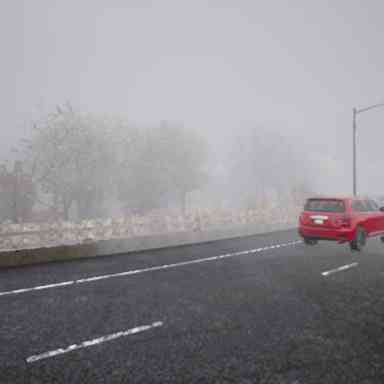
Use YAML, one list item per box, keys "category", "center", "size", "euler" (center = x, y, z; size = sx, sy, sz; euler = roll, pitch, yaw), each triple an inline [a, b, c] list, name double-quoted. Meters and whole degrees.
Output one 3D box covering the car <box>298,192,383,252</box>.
- category: "car"
  center: [6.631, 1.176, 14.098]
  size: [5.566, 2.045, 2.150]
  euler: [0, 0, -43]
